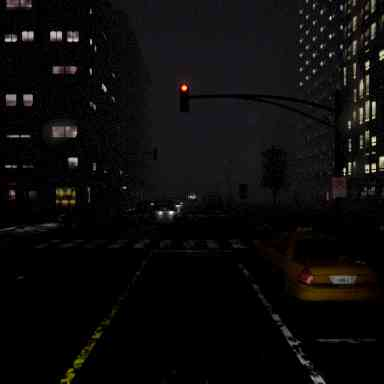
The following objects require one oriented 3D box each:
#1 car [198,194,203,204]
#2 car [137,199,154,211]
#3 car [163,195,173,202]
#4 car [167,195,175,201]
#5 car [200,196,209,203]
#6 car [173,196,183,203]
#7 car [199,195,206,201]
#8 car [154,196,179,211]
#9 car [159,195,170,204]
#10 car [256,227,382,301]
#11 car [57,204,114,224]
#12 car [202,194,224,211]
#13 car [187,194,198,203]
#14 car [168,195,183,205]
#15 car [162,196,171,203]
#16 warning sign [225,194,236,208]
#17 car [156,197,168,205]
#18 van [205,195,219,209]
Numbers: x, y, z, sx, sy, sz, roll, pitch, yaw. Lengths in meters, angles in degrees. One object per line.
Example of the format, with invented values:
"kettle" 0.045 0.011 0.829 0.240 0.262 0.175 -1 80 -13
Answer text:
"car" 2.737 1.361 62.581 2.192 1.841 5.009 0 0 0
"car" -5.659 1.567 40.482 2.008 1.369 4.403 0 0 0
"car" -5.629 1.516 79.168 1.967 1.590 4.097 0 0 0
"car" -5.619 1.624 90.052 1.752 1.417 4.829 0 0 0
"car" 2.747 1.611 73.635 1.887 1.381 4.507 0 0 0
"car" -2.939 1.577 72.734 1.994 1.385 4.181 0 0 0
"car" 2.761 1.624 90.385 1.752 1.417 4.829 0 0 0
"car" -3.067 1.564 40.441 2.033 1.411 5.357 0 0 0
"car" -5.638 1.496 68.115 1.967 1.590 4.097 0 0 0
"car" 2.694 1.526 8.232 1.752 1.417 4.829 0 0 0
"car" -8.242 1.670 25.811 4.181 1.385 1.994 -1 1 -30
"car" 2.720 1.332 40.475 2.192 1.841 5.009 0 0 0
"car" 0.158 1.658 68.708 1.895 1.301 4.718 0 0 0
"car" -3.039 1.564 57.456 1.812 1.442 4.674 0 0 0
"car" -5.633 1.648 73.642 1.802 1.307 4.206 0 0 0
"warning sign" 5.109 1.135 43.730 1.300 1.860 1.060 0 0 0
"car" -5.642 1.591 62.587 1.887 1.381 4.507 0 0 0
"van" 2.724 1.363 46.001 1.690 1.788 3.998 0 0 0
